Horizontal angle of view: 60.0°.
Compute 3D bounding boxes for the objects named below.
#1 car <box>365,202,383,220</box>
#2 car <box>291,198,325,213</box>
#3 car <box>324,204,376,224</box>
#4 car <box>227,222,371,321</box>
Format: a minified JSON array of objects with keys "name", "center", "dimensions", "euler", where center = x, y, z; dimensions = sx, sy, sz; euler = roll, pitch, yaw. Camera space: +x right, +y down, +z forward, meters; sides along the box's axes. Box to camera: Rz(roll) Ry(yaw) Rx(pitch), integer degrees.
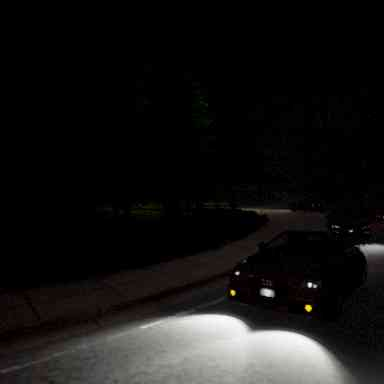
[{"name":"car","center":[14.558,1.596,26.617],"dimensions":[1.837,1.490,4.892],"euler":[0,0,12]},{"name":"car","center":[13.617,1.526,39.171],"dimensions":[2.097,1.767,4.553],"euler":[0,0,-17]},{"name":"car","center":[8.118,1.574,17.470],"dimensions":[1.837,1.490,4.892],"euler":[0,-1,21]},{"name":"car","center":[2.543,1.600,7.467],"dimensions":[1.994,1.385,4.181],"euler":[-1,-1,38]}]
